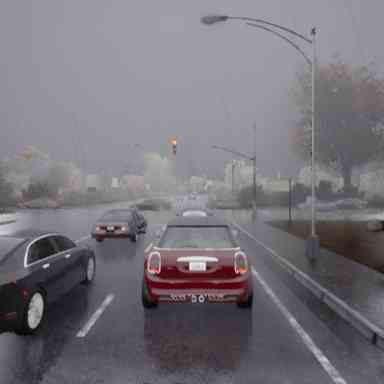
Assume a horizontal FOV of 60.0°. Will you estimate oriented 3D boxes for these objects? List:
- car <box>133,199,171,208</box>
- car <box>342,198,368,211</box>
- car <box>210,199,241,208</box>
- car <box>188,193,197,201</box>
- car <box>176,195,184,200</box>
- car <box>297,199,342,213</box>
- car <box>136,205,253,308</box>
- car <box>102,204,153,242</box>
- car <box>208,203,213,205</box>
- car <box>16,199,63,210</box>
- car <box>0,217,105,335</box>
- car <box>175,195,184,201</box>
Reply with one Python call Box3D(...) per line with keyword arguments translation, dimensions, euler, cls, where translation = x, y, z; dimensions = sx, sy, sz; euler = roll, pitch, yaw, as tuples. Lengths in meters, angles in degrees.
Box3D(translation=(-4.737, 1.527, 37.541), dimensions=(4.892, 1.490, 1.837), euler=(0, 0, 3), cls="car")
Box3D(translation=(18.329, 1.527, 39.735), dimensions=(4.892, 1.490, 1.837), euler=(0, 0, 3), cls="car")
Box3D(translation=(3.878, 1.588, 40.554), dimensions=(4.181, 1.385, 1.994), euler=(0, 0, 3), cls="car")
Box3D(translation=(0.085, 1.568, 85.385), dimensions=(1.812, 1.442, 4.674), euler=(0, 0, 0), cls="car")
Box3D(translation=(-3.366, 1.458, 95.380), dimensions=(1.994, 1.385, 4.181), euler=(0, 0, 1), cls="car")
Box3D(translation=(13.664, 1.585, 36.488), dimensions=(4.181, 1.385, 1.994), euler=(0, 0, 3), cls="car")
Box3D(translation=(0.107, 1.357, 8.113), dimensions=(2.097, 1.767, 4.553), euler=(0, 0, 0), cls="car")
Box3D(translation=(-3.387, 1.557, 16.358), dimensions=(2.033, 1.411, 5.357), euler=(0, 0, 0), cls="car")
Box3D(translation=(0.116, 1.536, 17.152), dimensions=(1.812, 1.442, 4.674), euler=(0, 0, 0), cls="car")
Box3D(translation=(-19.097, 1.572, 41.873), dimensions=(5.357, 1.411, 2.033), euler=(0, 0, 3), cls="car")
Box3D(translation=(-3.393, 1.509, 6.699), dimensions=(1.837, 1.490, 4.892), euler=(0, 0, 0), cls="car")
Box3D(translation=(-3.415, 1.595, 85.354), dimensions=(1.994, 1.385, 4.181), euler=(0, 0, 0), cls="car")
